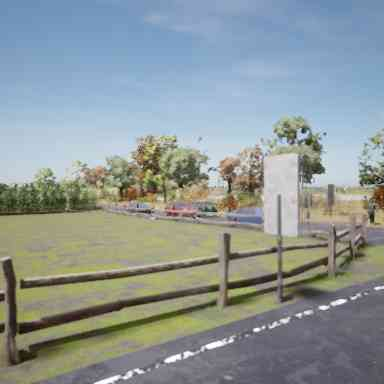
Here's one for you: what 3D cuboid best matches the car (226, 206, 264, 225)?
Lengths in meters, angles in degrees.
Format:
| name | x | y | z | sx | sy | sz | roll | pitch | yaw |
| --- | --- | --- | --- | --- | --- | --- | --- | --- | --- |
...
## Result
| name | x | y | z | sx | sy | sz | roll | pitch | yaw |
| --- | --- | --- | --- | --- | --- | --- | --- | --- | --- |
| car | 4.799 | 1.777 | 24.703 | 2.033 | 1.411 | 5.357 | -1 | 0 | -35 |

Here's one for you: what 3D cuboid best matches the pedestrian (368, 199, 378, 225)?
| name | x | y | z | sx | sy | sz | roll | pitch | yaw |
| --- | --- | --- | --- | --- | --- | --- | --- | --- | --- |
| pedestrian | 12.817 | 1.404 | 23.653 | 0.375 | 1.860 | 0.375 | -2 | 1 | -35 |

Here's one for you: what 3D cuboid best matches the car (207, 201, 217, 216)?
| name | x | y | z | sx | sy | sz | roll | pitch | yaw |
| --- | --- | --- | --- | --- | --- | --- | --- | --- | --- |
| car | 0.616 | 1.715 | 35.835 | 2.097 | 1.767 | 4.553 | -1 | 0 | -34 |

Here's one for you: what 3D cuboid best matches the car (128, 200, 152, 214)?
| name | x | y | z | sx | sy | sz | roll | pitch | yaw |
| --- | --- | --- | --- | --- | --- | --- | --- | --- | --- |
| car | -6.525 | 2.055 | 41.967 | 2.033 | 1.411 | 5.357 | -1 | 0 | -29 |

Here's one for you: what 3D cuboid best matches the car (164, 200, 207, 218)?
| name | x | y | z | sx | sy | sz | roll | pitch | yaw |
| --- | --- | --- | --- | --- | --- | --- | --- | --- | --- |
| car | -0.950 | 1.721 | 33.106 | 2.097 | 1.767 | 4.553 | -1 | 0 | -33 |

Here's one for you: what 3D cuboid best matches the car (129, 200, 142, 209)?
| name | x | y | z | sx | sy | sz | roll | pitch | yaw |
| --- | --- | --- | --- | --- | --- | --- | --- | --- | --- |
| car | -10.351 | 2.228 | 60.698 | 1.812 | 1.442 | 4.674 | 0 | 0 | -16 |
